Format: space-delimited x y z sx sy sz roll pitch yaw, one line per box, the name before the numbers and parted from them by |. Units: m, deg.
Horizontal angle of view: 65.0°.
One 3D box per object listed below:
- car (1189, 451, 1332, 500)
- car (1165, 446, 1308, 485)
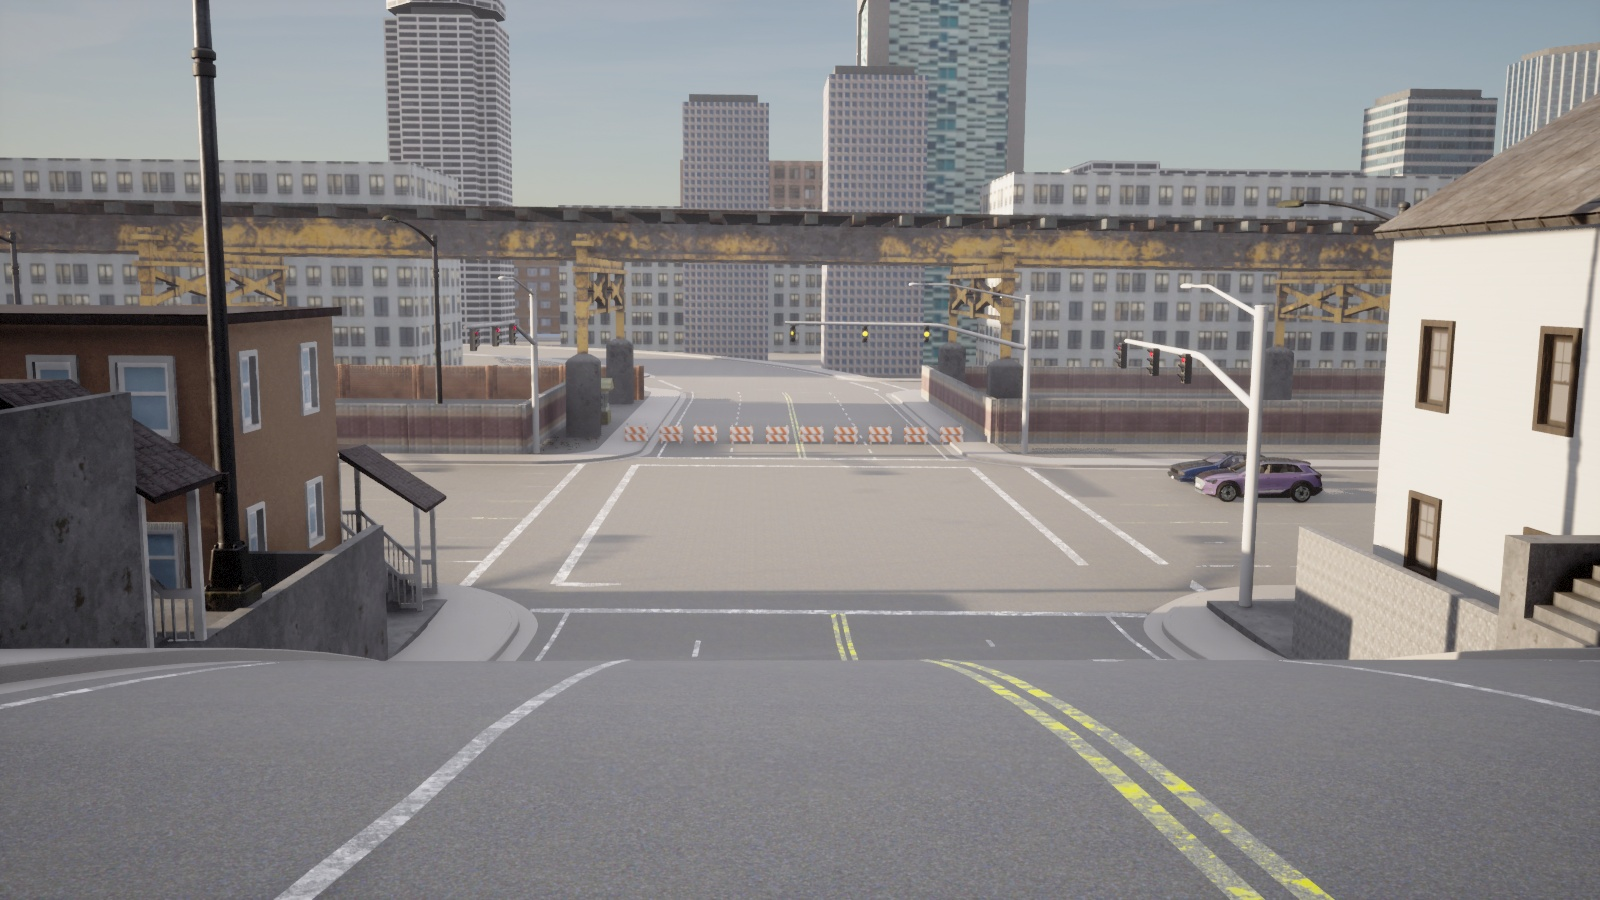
car | 18.324 0.991 50.139 4.856 1.649 2.033 0 8 0
car | 18.588 0.645 53.629 5.357 1.411 2.033 0 8 0
